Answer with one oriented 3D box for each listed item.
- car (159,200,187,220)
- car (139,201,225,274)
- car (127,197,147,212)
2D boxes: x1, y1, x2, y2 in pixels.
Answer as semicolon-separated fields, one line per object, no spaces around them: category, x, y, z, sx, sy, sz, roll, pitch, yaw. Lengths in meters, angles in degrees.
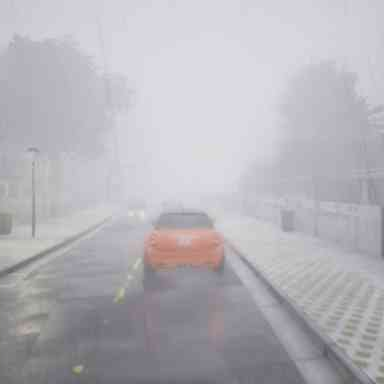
car;-1.613;1.360;26.578;1.895;1.301;4.718;0;0;-7
car;-0.276;1.255;10.376;2.097;1.767;4.553;0;0;-3
car;-5.686;1.255;34.563;1.994;1.385;4.181;0;0;-9
